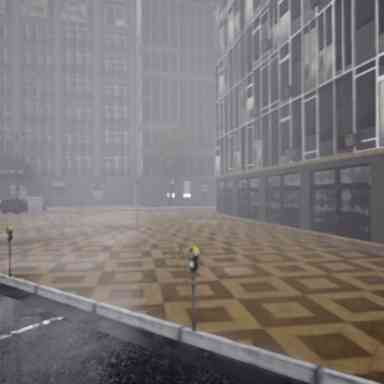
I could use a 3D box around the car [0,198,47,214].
[{"bbox_3d":[-16.722,1.376,32.152,4.892,1.490,1.837,-1,0,-14],"label":"car"}]
